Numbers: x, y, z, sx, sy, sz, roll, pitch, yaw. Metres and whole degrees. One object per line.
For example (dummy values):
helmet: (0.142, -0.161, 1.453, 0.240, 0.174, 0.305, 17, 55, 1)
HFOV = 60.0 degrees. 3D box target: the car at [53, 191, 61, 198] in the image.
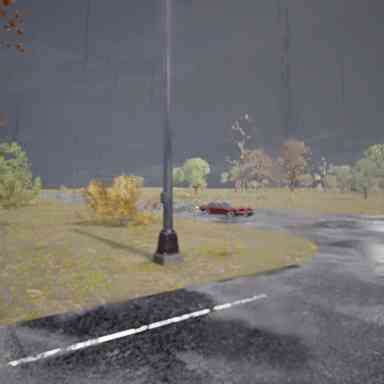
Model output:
car: (-31.843, 0.520, 77.948, 2.033, 1.411, 5.357, -1, 1, -28)

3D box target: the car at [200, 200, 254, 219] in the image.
car: (2.716, 1.342, 26.471, 1.895, 1.301, 4.718, -1, 1, -35)
